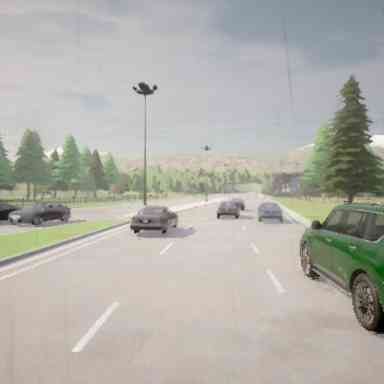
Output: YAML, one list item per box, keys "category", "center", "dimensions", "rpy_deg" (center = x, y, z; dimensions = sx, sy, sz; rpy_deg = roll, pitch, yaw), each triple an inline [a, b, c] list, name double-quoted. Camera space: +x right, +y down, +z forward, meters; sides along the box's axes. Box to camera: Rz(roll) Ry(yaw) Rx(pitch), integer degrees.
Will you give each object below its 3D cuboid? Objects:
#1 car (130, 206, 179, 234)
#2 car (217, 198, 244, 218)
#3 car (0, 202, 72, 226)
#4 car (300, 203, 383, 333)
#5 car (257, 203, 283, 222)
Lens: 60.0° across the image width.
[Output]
- category: "car"
  center: [-2.034, 1.534, 19.244]
  dimensions: [2.033, 1.411, 5.357]
  rpy_deg: [0, 0, 7]
- category: "car"
  center: [3.290, 1.537, 29.698]
  dimensions: [2.033, 1.411, 5.357]
  rpy_deg: [0, 0, 10]
- category: "car"
  center: [-10.340, 1.462, 22.960]
  dimensions: [2.128, 1.511, 4.902]
  rpy_deg: [0, 0, 14]
- category: "car"
  center: [3.931, 1.224, 6.867]
  dimensions: [2.150, 2.045, 5.566]
  rpy_deg: [0, 0, 3]
- category: "car"
  center: [6.197, 1.543, 26.507]
  dimensions: [2.033, 1.411, 5.357]
  rpy_deg: [0, 0, 11]
